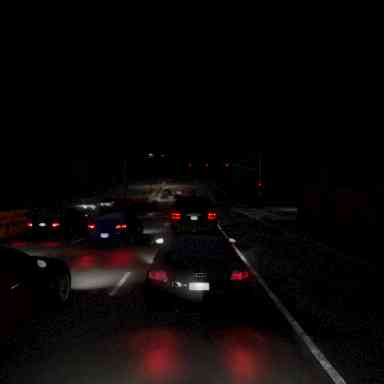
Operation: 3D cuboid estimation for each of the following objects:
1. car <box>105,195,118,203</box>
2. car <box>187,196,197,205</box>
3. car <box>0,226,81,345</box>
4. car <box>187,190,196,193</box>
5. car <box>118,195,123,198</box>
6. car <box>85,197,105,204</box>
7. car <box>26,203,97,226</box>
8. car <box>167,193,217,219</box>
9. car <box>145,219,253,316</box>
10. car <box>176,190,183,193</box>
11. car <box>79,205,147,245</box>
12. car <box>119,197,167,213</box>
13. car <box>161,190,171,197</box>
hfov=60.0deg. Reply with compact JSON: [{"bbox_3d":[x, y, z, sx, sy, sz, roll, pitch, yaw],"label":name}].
[{"bbox_3d":[-17.556,1.595,69.650,1.895,1.301,4.718,0,0,0],"label":"car"},{"bbox_3d":[0.013,1.477,60.966,1.882,1.535,5.008,0,0,1],"label":"car"},{"bbox_3d":[-3.407,1.526,5.032,1.812,1.442,4.674,0,0,0],"label":"car"},{"bbox_3d":[-0.194,0.395,92.517,2.150,2.045,5.566,0,6,0],"label":"car"},{"bbox_3d":[-17.617,1.453,79.924,1.895,1.301,4.718,0,1,0],"label":"car"},{"bbox_3d":[-17.599,1.601,59.453,1.895,1.301,4.718,0,0,0],"label":"car"},{"bbox_3d":[-6.902,1.547,17.756,2.033,1.411,5.357,0,0,-1],"label":"car"},{"bbox_3d":[0.089,1.221,17.022,2.150,2.045,5.566,0,0,0],"label":"car"},{"bbox_3d":[0.101,1.564,7.618,1.994,1.385,4.181,0,0,-1],"label":"car"},{"bbox_3d":[-3.661,1.070,87.119,1.812,1.442,4.674,0,3,0],"label":"car"},{"bbox_3d":[-3.410,1.526,15.305,1.812,1.442,4.674,0,0,0],"label":"car"},{"bbox_3d":[-5.097,1.547,36.185,5.357,1.411,2.033,0,0,-24],"label":"car"},{"bbox_3d":[-7.161,1.070,87.097,1.812,1.442,4.674,0,3,0],"label":"car"}]
